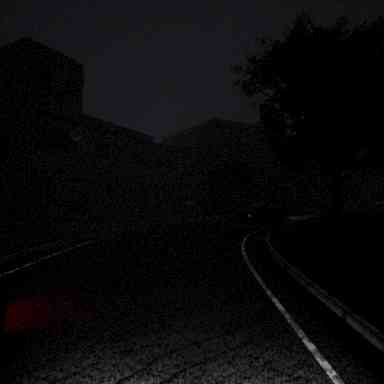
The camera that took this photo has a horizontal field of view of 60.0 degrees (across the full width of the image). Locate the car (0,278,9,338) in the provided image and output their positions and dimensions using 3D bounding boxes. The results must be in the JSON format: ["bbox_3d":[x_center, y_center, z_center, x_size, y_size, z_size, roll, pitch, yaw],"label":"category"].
[{"bbox_3d":[-3.538,1.521,2.778,1.837,1.490,4.892,0,0,1],"label":"car"}]

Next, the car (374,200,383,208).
[{"bbox_3d":[20.694,0.980,32.376,5.357,1.411,2.033,-3,-3,-4],"label":"car"}]

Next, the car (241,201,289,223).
[{"bbox_3d":[5.543,1.436,24.985,1.882,1.535,5.008,-3,-1,39],"label":"car"}]
